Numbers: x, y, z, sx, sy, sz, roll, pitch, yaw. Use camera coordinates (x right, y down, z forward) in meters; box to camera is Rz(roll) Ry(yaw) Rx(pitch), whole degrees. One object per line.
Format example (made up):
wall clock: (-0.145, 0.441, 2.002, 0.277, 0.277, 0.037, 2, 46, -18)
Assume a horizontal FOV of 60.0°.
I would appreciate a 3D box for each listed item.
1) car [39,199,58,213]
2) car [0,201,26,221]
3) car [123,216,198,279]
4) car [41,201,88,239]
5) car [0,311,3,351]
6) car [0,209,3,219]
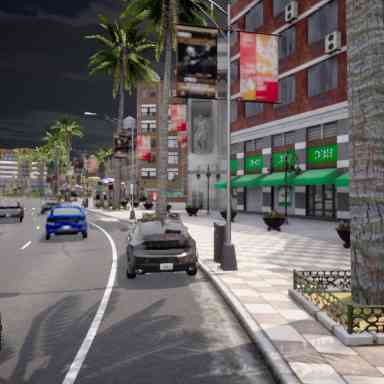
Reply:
car: (-14.722, 1.493, 34.632, 1.837, 1.490, 4.892, 0, 0, -27)
car: (-14.338, 1.480, 26.288, 2.128, 1.511, 4.902, 0, 0, -26)
car: (-1.080, 1.504, 10.195, 1.837, 1.490, 4.892, 0, 0, -11)
car: (-6.573, 1.473, 17.528, 1.882, 1.535, 5.008, 0, 0, -19)
car: (-3.271, 1.488, 2.336, 2.128, 1.511, 4.902, 0, 0, -3)
car: (-7.893, 1.485, 10.171, 2.128, 1.511, 4.902, 0, 0, -12)
